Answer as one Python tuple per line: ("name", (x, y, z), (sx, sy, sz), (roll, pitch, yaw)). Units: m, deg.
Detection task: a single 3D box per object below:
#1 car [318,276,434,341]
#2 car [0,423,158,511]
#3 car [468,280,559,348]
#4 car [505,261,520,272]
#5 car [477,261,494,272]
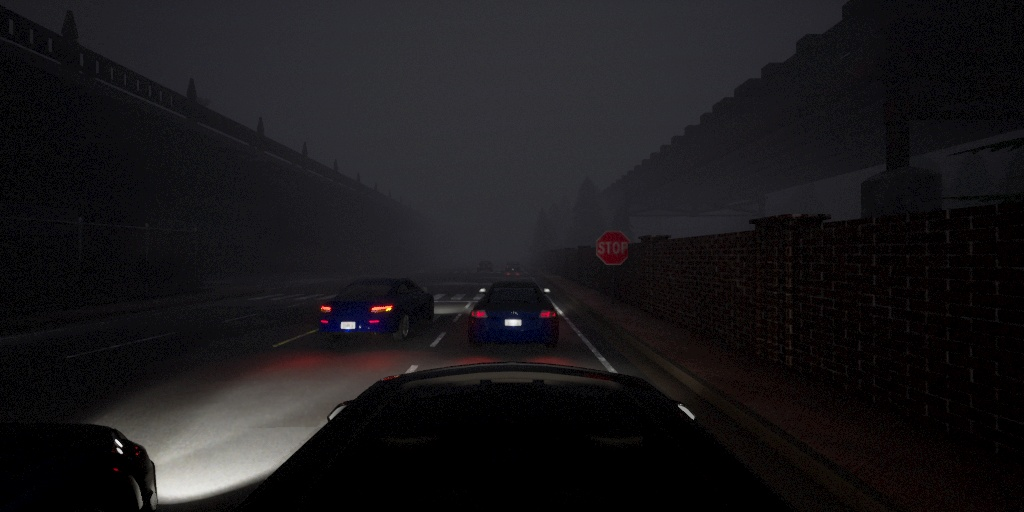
("car", (-3.416, 1.276, 9.759), (1.812, 1.442, 4.674), (0, 0, 0))
("car", (-3.398, 1.314, 0.663), (1.994, 1.385, 4.181), (0, 0, 0))
("car", (0.066, 1.314, 9.238), (1.994, 1.385, 4.181), (0, 0, 1))
("car", (0.082, 1.351, 46.056), (1.895, 1.301, 4.718), (0, 0, -1))
("car", (-3.413, 1.297, 45.889), (2.033, 1.411, 5.357), (0, 0, -1))
